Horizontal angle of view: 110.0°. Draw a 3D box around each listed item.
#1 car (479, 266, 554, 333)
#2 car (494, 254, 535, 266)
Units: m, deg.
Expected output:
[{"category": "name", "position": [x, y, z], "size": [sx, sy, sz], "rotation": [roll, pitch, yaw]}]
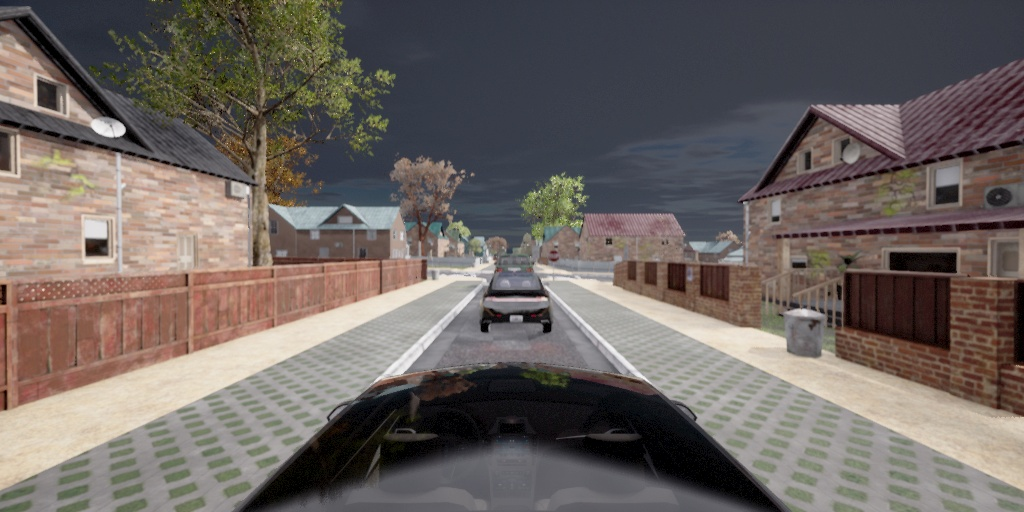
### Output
[{"category": "car", "position": [0.108, 1.205, 10.574], "size": [2.128, 1.511, 4.902], "rotation": [0, 0, 0]}, {"category": "car", "position": [0.133, 0.900, 20.454], "size": [2.150, 2.045, 5.566], "rotation": [0, 0, 1]}]
